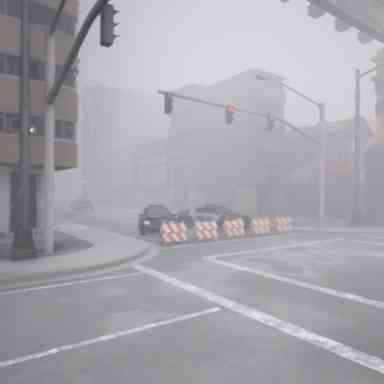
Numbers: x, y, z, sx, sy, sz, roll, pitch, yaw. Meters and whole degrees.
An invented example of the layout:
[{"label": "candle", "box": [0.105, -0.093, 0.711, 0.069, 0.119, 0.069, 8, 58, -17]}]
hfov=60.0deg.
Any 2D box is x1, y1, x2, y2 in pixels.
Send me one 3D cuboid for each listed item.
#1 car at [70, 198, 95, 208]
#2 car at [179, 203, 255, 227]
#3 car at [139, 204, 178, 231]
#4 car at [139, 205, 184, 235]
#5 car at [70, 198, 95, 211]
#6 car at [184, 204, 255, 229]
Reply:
[{"label": "car", "box": [-14.134, 1.393, 42.822, 1.853, 1.218, 4.536, 1, 0, -36]}, {"label": "car", "box": [1.513, 1.394, 21.309, 4.536, 1.218, 1.853, 0, 0, 34]}, {"label": "car", "box": [-2.028, 1.364, 19.179, 1.853, 1.218, 4.536, 0, 0, -11]}, {"label": "car", "box": [-2.019, 1.521, 19.128, 2.038, 1.542, 4.974, 0, 0, -11]}, {"label": "car", "box": [-14.105, 1.551, 42.780, 2.038, 1.542, 4.974, 1, 0, -36]}, {"label": "car", "box": [1.555, 1.551, 21.279, 4.974, 1.542, 2.038, 0, 0, 34]}]
